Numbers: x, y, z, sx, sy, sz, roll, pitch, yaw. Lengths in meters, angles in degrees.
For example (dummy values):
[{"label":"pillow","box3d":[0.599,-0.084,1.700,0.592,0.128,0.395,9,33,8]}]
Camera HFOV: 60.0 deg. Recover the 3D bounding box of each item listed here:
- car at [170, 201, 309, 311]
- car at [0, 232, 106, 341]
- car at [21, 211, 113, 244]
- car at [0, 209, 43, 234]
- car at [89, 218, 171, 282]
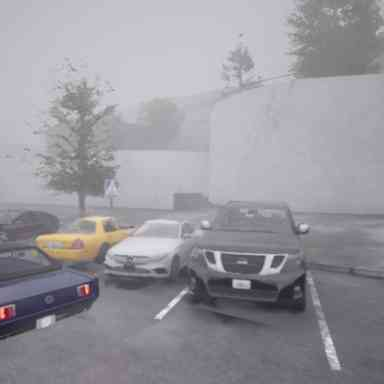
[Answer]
[{"label":"car","box3d":[1.582,1.259,8.326,2.435,2.045,5.566,0,-1,16]},{"label":"car","box3d":[-3.959,1.632,6.200,4.718,1.301,1.895,0,0,35]},{"label":"car","box3d":[-3.265,1.527,12.020,1.946,1.575,5.366,0,-1,16]},{"label":"car","box3d":[-8.203,1.564,15.298,2.163,1.488,4.792,1,-1,15]},{"label":"car","box3d":[-0.860,1.559,10.100,2.002,1.452,4.674,0,-1,15]}]
